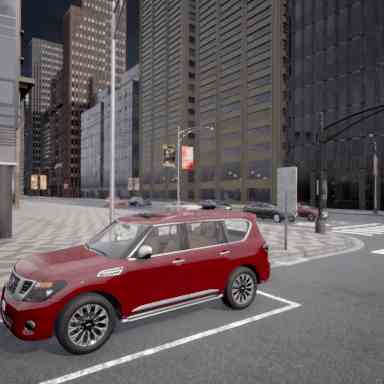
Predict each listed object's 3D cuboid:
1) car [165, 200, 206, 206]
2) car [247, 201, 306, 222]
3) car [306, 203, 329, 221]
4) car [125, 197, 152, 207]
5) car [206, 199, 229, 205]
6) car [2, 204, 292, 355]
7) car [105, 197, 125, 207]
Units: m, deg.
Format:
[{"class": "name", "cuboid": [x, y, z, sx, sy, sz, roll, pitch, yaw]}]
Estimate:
[{"class": "car", "cuboid": [-0.939, 1.673, 35.948, 1.895, 1.301, 4.718, 1, -1, -36]}, {"class": "car", "cuboid": [6.108, 1.530, 26.166, 1.837, 1.490, 4.892, 1, 0, -36]}, {"class": "car", "cuboid": [9.032, 1.574, 27.666, 1.812, 1.442, 4.674, 1, -1, -36]}, {"class": "car", "cuboid": [-8.052, 1.516, 51.462, 2.097, 1.767, 4.553, 1, 0, -35]}, {"class": "car", "cuboid": [2.418, 1.584, 36.846, 2.128, 1.511, 4.902, 1, -1, -36]}, {"class": "car", "cuboid": [-0.672, 1.315, 6.290, 5.009, 1.841, 2.192, 0, 0, -36]}, {"class": "car", "cuboid": [-11.681, 1.498, 50.969, 2.097, 1.767, 4.553, 1, 0, -35]}]
